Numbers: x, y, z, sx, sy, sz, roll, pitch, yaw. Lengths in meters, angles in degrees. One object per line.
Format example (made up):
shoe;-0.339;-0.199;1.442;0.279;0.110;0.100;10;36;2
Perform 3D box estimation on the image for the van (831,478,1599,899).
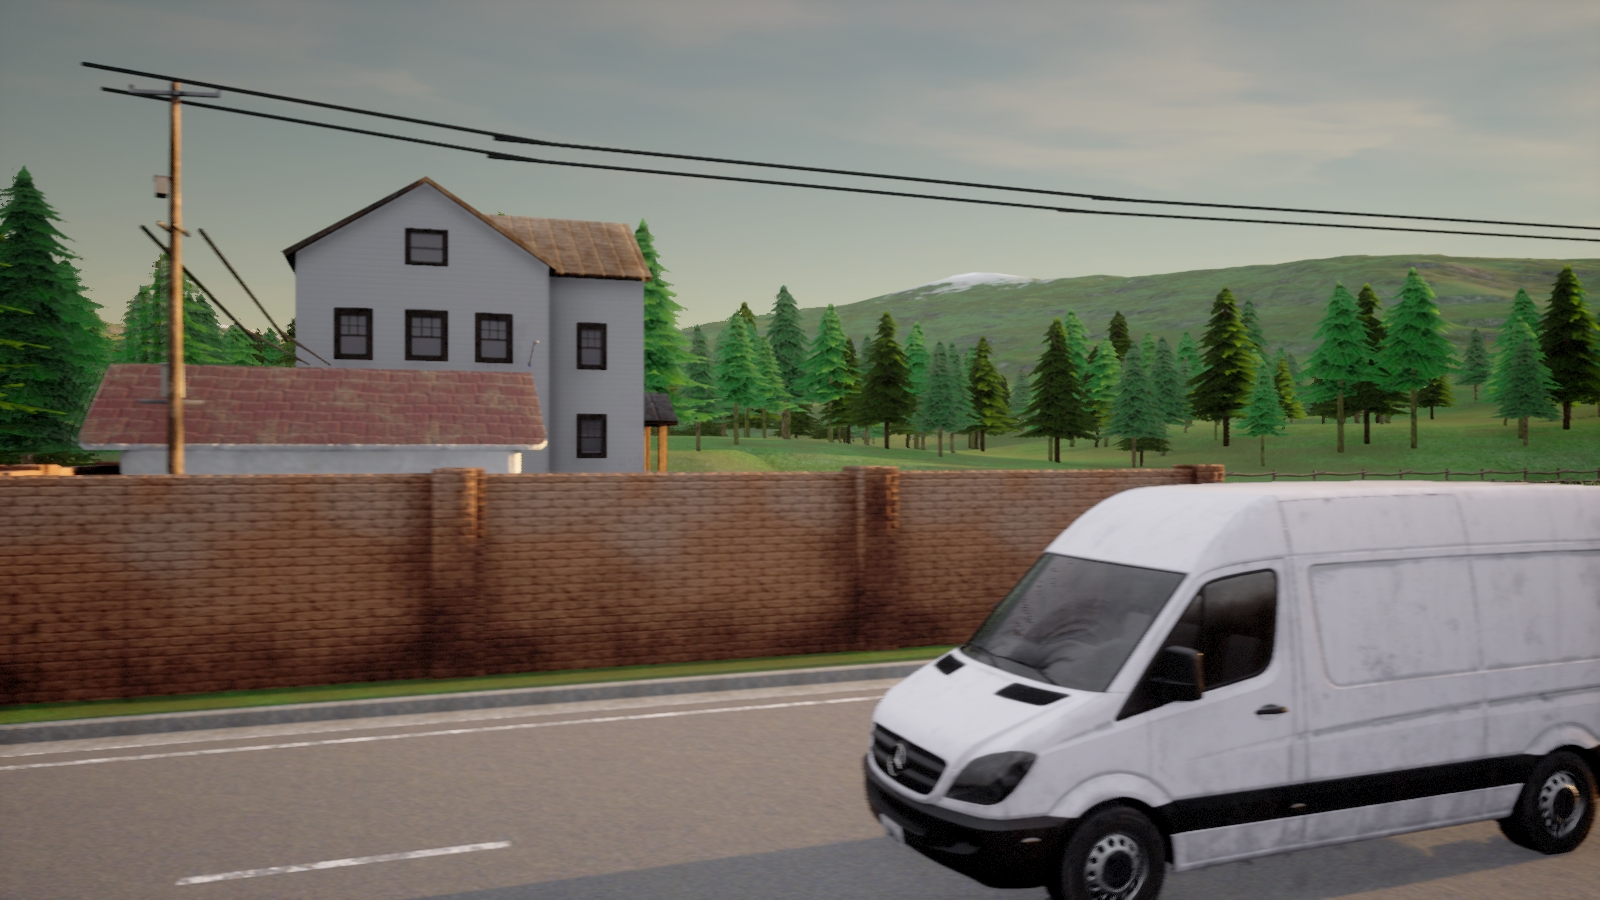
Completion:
van;3.340;1.534;8.244;5.915;2.561;1.988;0;0;-20
